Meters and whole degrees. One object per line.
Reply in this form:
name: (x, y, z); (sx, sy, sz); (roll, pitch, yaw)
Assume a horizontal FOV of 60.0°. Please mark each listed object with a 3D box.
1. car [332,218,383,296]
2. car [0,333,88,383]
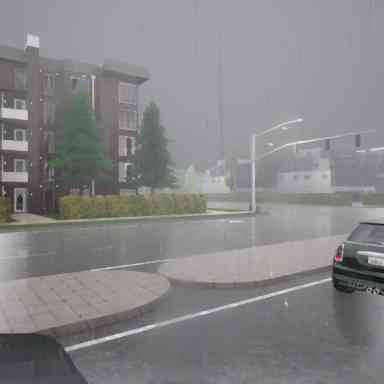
car: (5.272, 1.352, 7.629); (4.553, 1.767, 2.097); (0, 0, -35)
car: (-3.164, 1.547, 1.492); (5.357, 1.411, 2.033); (0, 0, -35)
